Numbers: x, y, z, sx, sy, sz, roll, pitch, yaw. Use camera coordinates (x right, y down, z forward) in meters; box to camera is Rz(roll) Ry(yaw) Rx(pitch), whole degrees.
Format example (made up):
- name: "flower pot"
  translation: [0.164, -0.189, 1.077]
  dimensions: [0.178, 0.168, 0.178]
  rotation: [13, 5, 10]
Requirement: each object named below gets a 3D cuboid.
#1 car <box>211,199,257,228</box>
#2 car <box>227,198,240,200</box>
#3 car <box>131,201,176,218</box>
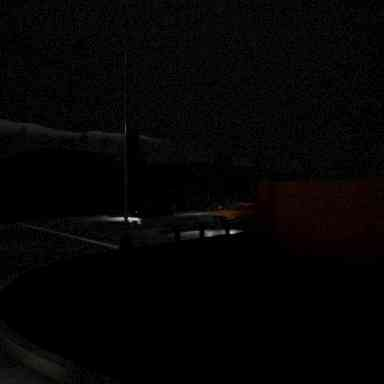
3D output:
- name: "car"
  translation: [3.396, 1.474, 22.229]
  dimensions: [5.008, 1.535, 1.882]
  rotation: [0, 0, -44]
- name: "car"
  translation: [4.778, 1.484, 38.286]
  dimensions: [4.902, 1.511, 2.128]
  rotation: [0, 0, -44]
- name: "car"
  translation: [-3.421, 1.555, 30.250]
  dimensions: [4.181, 1.385, 1.994]
  rotation: [0, 0, -44]
